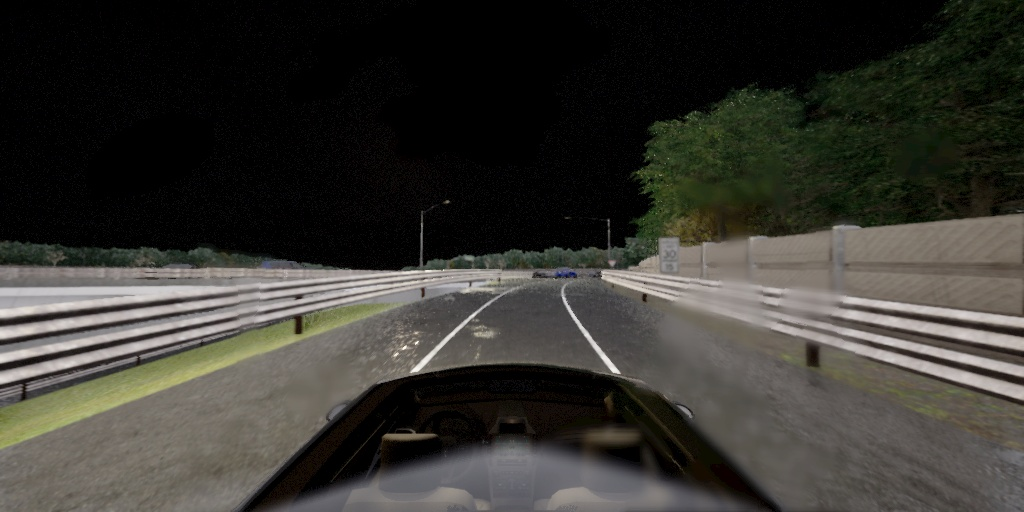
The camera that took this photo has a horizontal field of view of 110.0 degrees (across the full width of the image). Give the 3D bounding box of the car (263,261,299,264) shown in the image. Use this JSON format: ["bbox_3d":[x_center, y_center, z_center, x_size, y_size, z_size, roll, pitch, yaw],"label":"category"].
[{"bbox_3d":[-22.546,1.586,36.664,5.566,2.045,2.150,2,-3,-35],"label":"car"}]

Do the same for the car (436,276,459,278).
[{"bbox_3d":[-8.847,2.744,52.511,4.674,1.442,1.812,3,-3,-44],"label":"car"}]

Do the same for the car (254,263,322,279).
[{"bbox_3d":[-20.897,1.723,33.364,5.008,1.535,1.882,2,-2,-33],"label":"car"}]

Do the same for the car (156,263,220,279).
[{"bbox_3d":[-31.835,1.537,35.470,4.553,1.767,2.097,2,-3,-27],"label":"car"}]

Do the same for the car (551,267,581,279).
[{"bbox_3d":[9.707,3.033,63.585,2.150,2.045,5.566,-1,-3,34],"label":"car"}]
